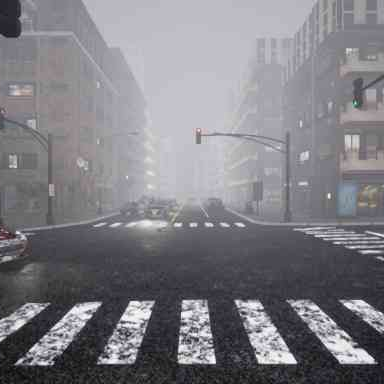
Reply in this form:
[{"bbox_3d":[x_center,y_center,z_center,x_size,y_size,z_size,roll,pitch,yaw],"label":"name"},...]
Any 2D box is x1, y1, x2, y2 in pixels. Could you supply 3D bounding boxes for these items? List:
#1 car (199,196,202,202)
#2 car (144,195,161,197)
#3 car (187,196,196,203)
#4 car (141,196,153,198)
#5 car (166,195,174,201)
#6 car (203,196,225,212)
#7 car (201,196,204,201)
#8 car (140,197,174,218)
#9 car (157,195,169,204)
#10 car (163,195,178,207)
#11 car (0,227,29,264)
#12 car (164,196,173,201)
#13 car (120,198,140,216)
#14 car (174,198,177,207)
[{"bbox_3d":[2.609,1.598,54.957,1.802,1.307,4.206,0,0,0],"label":"car"},{"bbox_3d":[-5.755,1.326,43.578,2.192,1.841,5.009,0,0,0],"label":"car"},{"bbox_3d":[-0.061,1.538,70.634,2.128,1.511,4.902,0,0,0],"label":"car"},{"bbox_3d":[-5.746,1.533,37.725,1.752,1.417,4.829,0,0,0],"label":"car"},{"bbox_3d":[-5.823,1.594,89.037,2.008,1.369,4.403,0,0,0],"label":"car"},{"bbox_3d":[2.634,1.448,37.910,1.967,1.590,4.097,0,0,0],"label":"car"},{"bbox_3d":[2.626,1.451,43.592,1.967,1.590,4.097,0,0,0],"label":"car"},{"bbox_3d":[-3.136,1.497,30.647,2.128,1.511,4.902,0,0,1],"label":"car"},{"bbox_3d":[-5.788,1.464,66.308,1.967,1.590,4.097,0,0,0],"label":"car"},{"bbox_3d":[-3.161,1.578,51.090,1.994,1.385,4.181,0,0,0],"label":"car"},{"bbox_3d":[-7.673,1.470,10.948,4.553,1.767,2.097,-1,0,22],"label":"car"},{"bbox_3d":[-5.814,1.589,83.354,2.008,1.369,4.403,0,0,0],"label":"car"},{"bbox_3d":[-5.737,1.572,32.212,1.947,1.339,4.313,0,0,0],"label":"car"},{"bbox_3d":[-3.160,1.610,40.716,1.895,1.301,4.718,0,0,0],"label":"car"}]
